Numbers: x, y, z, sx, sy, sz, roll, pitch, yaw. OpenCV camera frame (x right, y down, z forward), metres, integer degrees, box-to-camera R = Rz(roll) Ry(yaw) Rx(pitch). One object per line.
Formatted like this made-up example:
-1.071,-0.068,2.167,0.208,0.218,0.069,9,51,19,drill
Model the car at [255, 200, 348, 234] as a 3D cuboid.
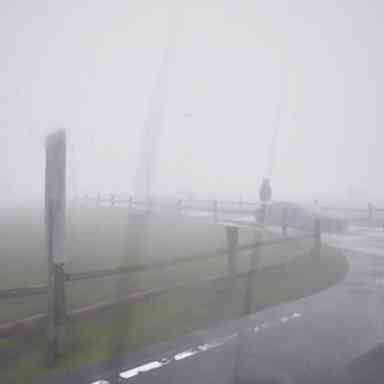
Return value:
5.596,1.234,17.566,1.882,1.535,5.008,1,1,-36,car
